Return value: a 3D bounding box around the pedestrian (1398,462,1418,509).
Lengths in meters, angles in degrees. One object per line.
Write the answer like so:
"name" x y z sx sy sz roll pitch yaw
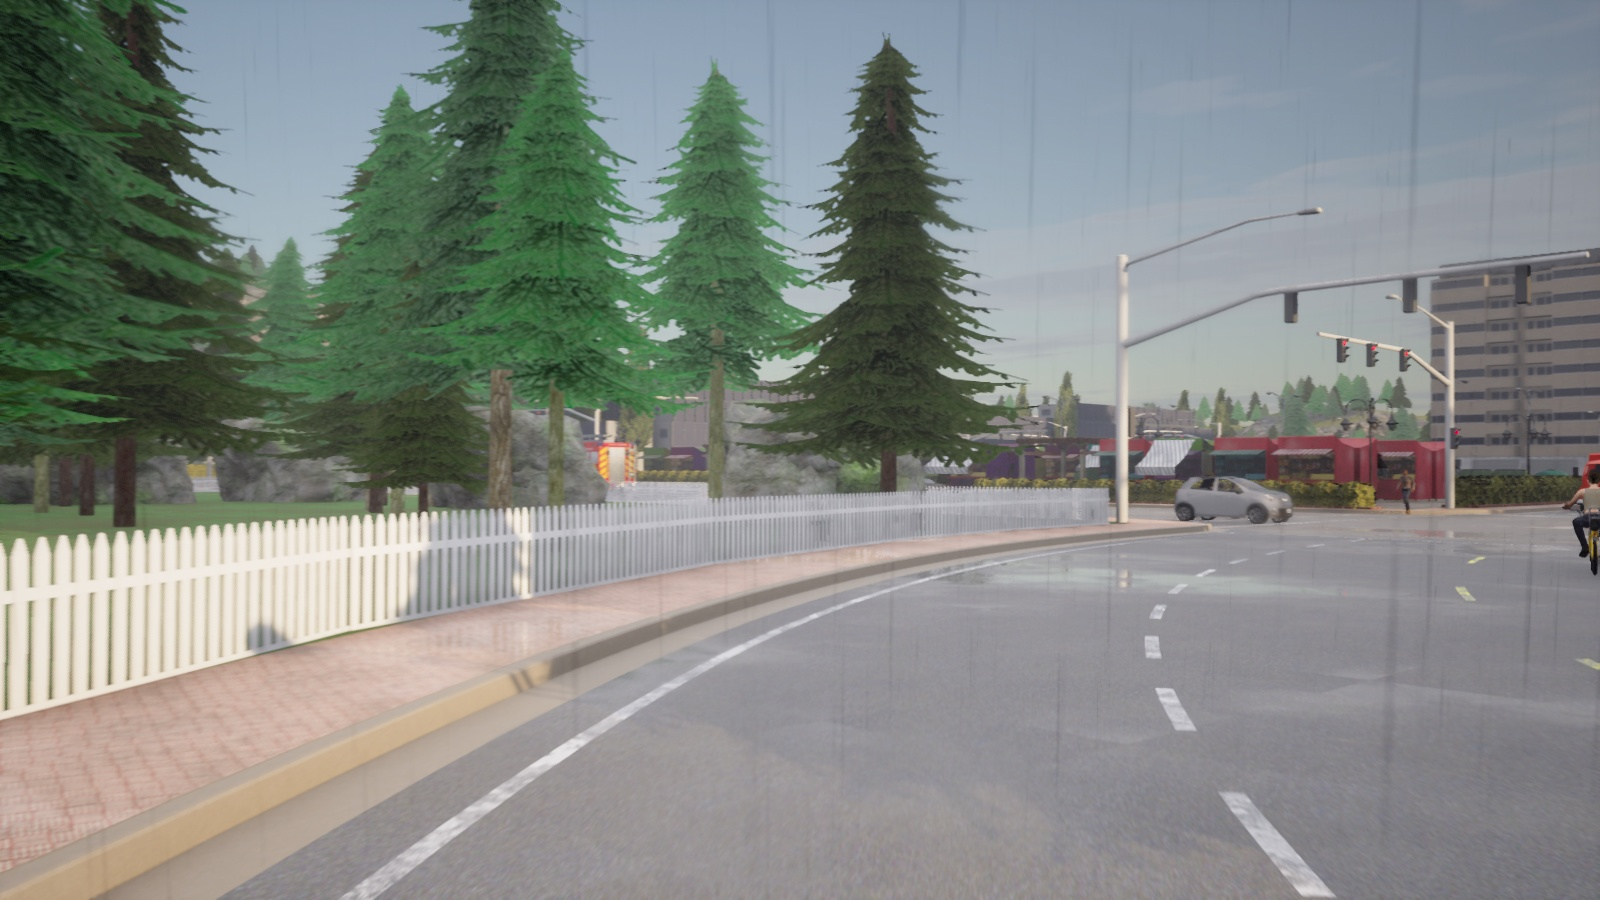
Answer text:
"pedestrian" 23.653 1.384 48.865 0.869 1.805 0.328 1 -1 -38

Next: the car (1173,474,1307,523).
"car" 14.185 1.520 40.572 1.845 1.501 3.633 1 -1 -43

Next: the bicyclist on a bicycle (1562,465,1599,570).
"bicyclist on a bicycle" 12.619 1.046 19.950 0.866 1.612 1.509 -1 -1 31

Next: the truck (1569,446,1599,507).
"truck" 34.171 1.094 52.027 5.204 2.467 2.627 1 -1 -43

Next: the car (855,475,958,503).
"car" 5.488 1.994 65.280 2.033 1.411 5.357 1 -1 -43

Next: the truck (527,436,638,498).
"truck" -14.156 1.110 81.216 2.891 3.827 8.468 1 -1 -43
